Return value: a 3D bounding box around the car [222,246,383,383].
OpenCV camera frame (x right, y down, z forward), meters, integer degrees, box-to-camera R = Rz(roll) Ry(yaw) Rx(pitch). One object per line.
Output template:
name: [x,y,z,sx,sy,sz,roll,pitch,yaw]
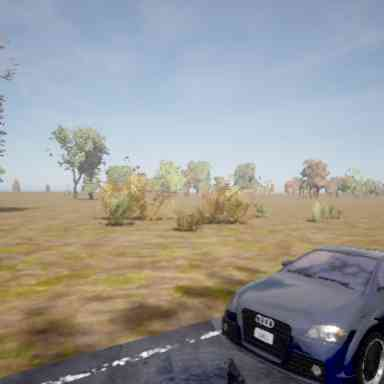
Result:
car: [2.489,1.621,5.322,4.181,1.385,1.994,1,0,-37]
